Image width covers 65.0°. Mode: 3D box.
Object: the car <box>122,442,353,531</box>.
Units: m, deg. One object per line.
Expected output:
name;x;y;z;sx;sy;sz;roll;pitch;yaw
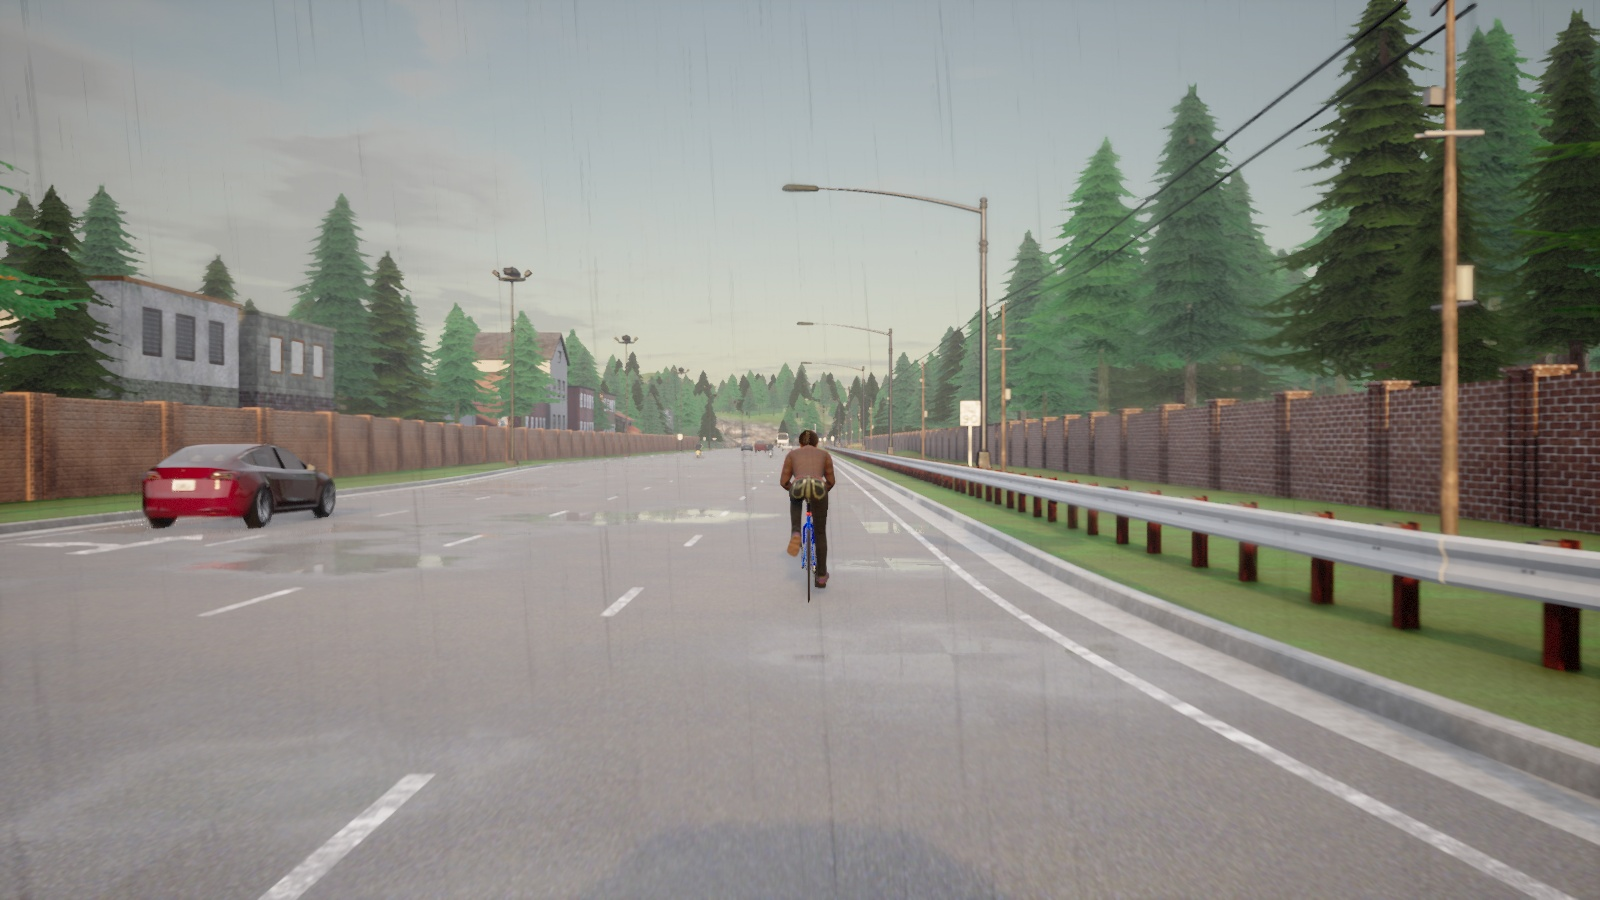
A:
car;-10.352;0.602;23.583;2.163;1.488;4.792;0;0;0

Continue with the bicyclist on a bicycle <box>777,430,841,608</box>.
bicyclist on a bicycle;0.085;0.629;12.282;0.582;1.620;1.656;0;0;0
